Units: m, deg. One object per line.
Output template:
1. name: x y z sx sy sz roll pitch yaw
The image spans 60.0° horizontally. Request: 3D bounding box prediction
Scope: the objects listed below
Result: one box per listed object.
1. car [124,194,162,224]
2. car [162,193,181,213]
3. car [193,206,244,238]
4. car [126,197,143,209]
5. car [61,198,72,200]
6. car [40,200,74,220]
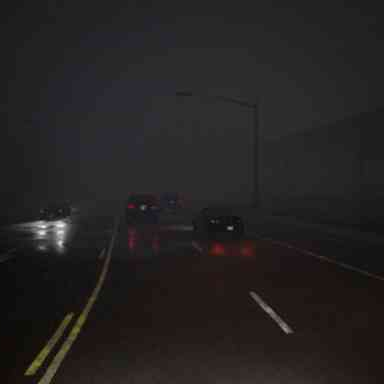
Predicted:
1. car: -3.824 1.197 24.935 2.150 2.045 5.566 -1 0 -11
2. car: -2.638 1.143 36.801 2.150 2.045 5.566 -1 0 -11
3. car: 1.274 1.450 17.217 1.812 1.442 4.674 -1 0 -11
4. car: -7.953 1.457 45.508 2.128 1.511 4.902 -1 0 -11
5. car: -20.531 1.629 54.113 1.994 1.385 4.181 -1 1 -11
6. car: -12.114 1.687 29.723 1.895 1.301 4.718 -1 0 -11
